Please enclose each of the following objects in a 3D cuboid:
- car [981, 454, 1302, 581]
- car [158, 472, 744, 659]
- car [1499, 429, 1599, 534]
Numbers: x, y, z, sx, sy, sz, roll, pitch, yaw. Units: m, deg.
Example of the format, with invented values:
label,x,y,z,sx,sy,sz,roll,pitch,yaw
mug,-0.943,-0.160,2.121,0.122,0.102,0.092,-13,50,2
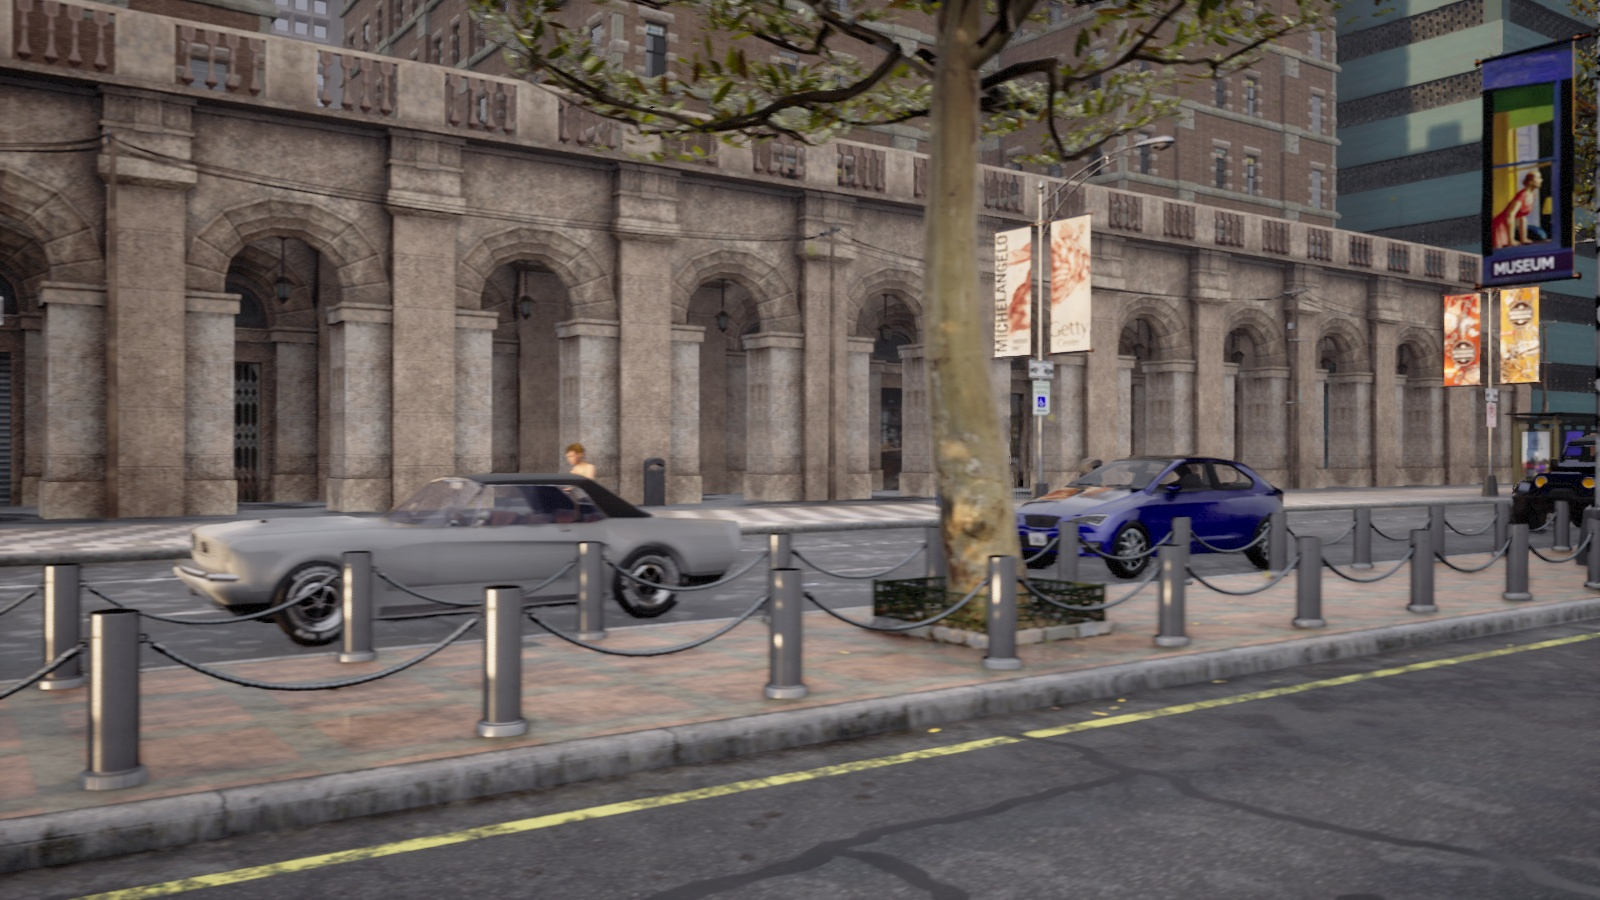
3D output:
label,x,y,z,sx,sy,sz,roll,pitch,yaw
car,4.568,0.789,16.586,4.193,1.474,1.816,0,0,-35
car,-3.011,0.879,11.310,4.718,1.301,1.895,0,0,-35
car,15.377,0.567,24.110,3.866,1.878,1.905,0,0,-35
